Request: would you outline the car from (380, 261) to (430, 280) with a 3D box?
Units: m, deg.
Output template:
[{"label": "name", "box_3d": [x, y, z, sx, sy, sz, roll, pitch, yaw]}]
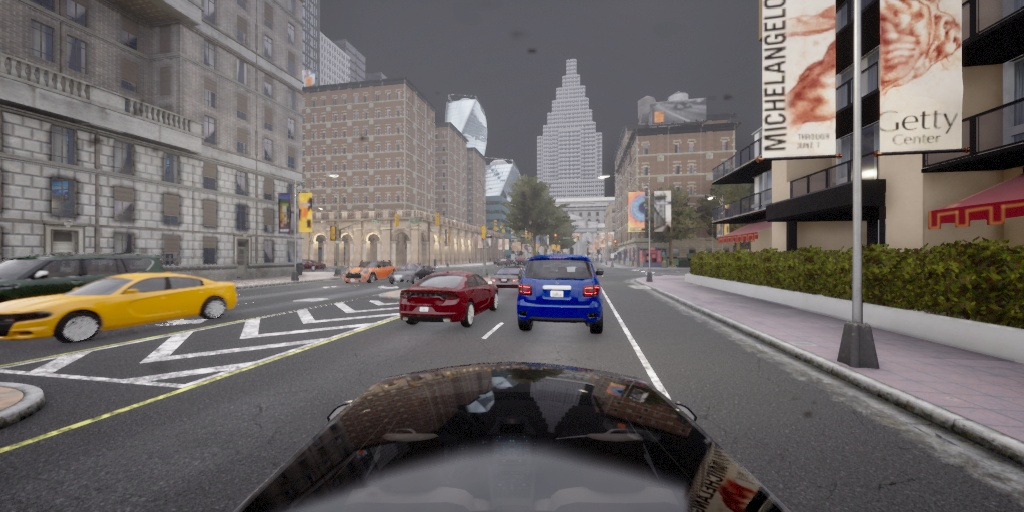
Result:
[{"label": "car", "box_3d": [-7.176, 1.282, 26.340, 2.128, 1.511, 4.902, 0, 0, 11]}]

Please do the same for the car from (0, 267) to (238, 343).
[{"label": "car", "box_3d": [-10.465, 1.228, 9.969, 1.882, 1.535, 5.008, 0, 0, 11]}]

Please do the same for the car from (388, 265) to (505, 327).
[{"label": "car", "box_3d": [-1.794, 1.228, 11.709, 1.882, 1.535, 5.008, 0, 0, 11]}]

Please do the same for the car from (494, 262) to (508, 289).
[{"label": "car", "box_3d": [0.060, 1.297, 21.123, 2.033, 1.411, 5.357, 0, 0, 11]}]

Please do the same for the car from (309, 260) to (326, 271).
[{"label": "car", "box_3d": [-28.636, 1.227, 50.358, 5.008, 1.535, 1.882, 0, 0, 11]}]

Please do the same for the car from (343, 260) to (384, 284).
[{"label": "car", "box_3d": [-10.606, 1.112, 27.040, 2.097, 1.767, 4.553, 0, 0, 11]}]

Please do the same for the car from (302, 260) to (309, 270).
[{"label": "car", "box_3d": [-29.764, 1.255, 47.007, 4.892, 1.490, 1.837, 0, 0, 11]}]

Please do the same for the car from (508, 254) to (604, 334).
[{"label": "car", "box_3d": [1.580, 0.971, 10.937, 2.150, 2.045, 5.566, 0, 0, 12]}]

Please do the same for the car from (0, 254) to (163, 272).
[{"label": "car", "box_3d": [-13.858, 0.969, 10.882, 2.150, 2.045, 5.566, 0, 0, 11]}]
